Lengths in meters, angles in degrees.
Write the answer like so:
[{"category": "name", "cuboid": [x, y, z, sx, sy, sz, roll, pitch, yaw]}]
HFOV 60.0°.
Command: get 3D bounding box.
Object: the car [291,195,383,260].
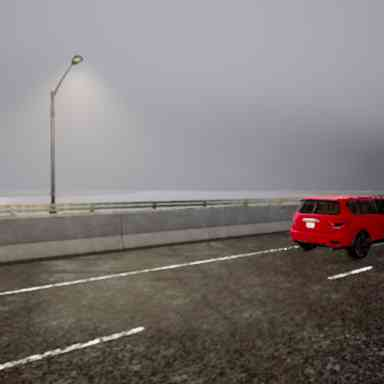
[{"category": "car", "cuboid": [6.066, 1.139, 12.320, 5.566, 2.045, 2.150, -1, 0, -34]}]
